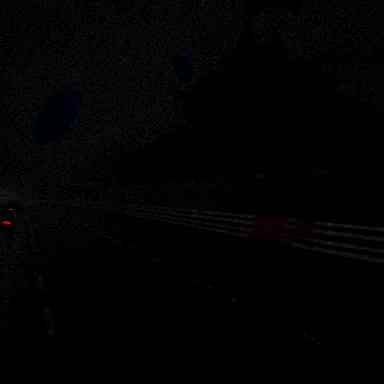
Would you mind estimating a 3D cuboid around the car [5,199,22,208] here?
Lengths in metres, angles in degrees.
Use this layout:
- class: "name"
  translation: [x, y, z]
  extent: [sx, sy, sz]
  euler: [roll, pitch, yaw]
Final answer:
- class: "car"
  translation: [-24.074, 1.997, 44.378]
  extent: [1.837, 1.490, 4.892]
  euler: [-1, -1, -27]

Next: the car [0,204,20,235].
- class: "car"
  translation: [-11.367, 1.694, 19.384]
  extent: [2.033, 1.411, 5.357]
  euler: [-1, 0, -27]
